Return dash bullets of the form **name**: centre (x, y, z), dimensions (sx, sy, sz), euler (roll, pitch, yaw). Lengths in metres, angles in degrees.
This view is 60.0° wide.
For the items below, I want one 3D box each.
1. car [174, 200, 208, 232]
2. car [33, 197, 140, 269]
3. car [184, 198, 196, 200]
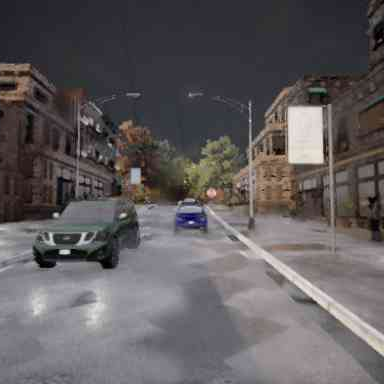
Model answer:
- **car**: centre (-0.069, 1.495, 20.316), dimensions (1.882, 1.535, 5.008), euler (0, 0, -1)
- **car**: centre (-3.271, 1.234, 11.561), dimensions (2.150, 2.045, 5.566), euler (0, 0, 2)
- **car**: centre (-0.234, 1.413, 38.929), dimensions (1.882, 1.535, 5.008), euler (0, 1, 0)
